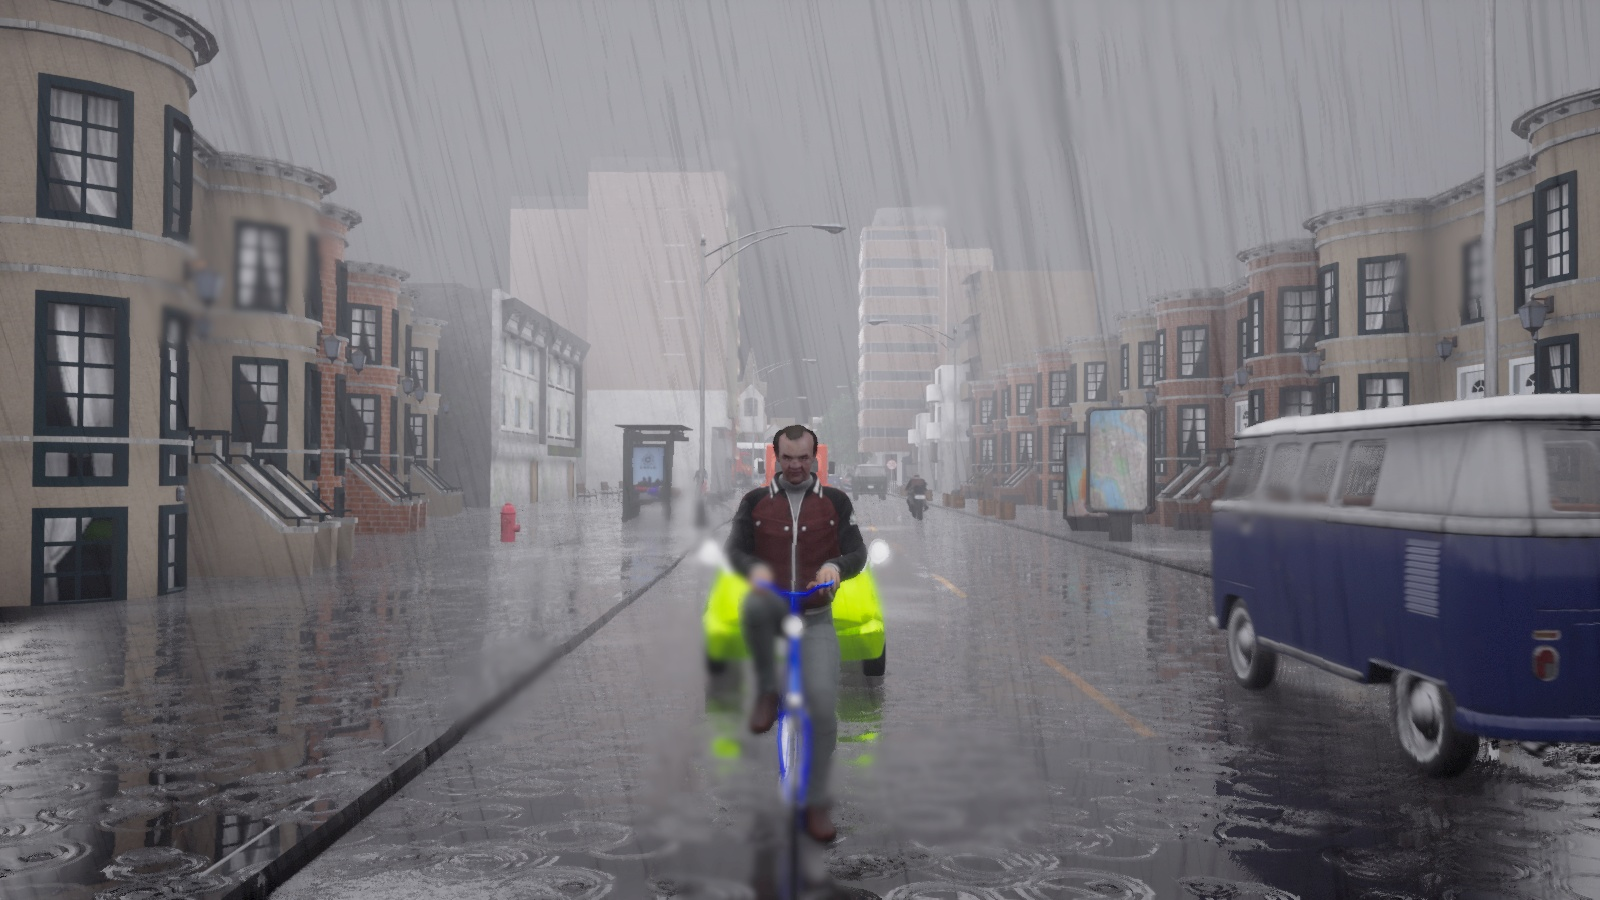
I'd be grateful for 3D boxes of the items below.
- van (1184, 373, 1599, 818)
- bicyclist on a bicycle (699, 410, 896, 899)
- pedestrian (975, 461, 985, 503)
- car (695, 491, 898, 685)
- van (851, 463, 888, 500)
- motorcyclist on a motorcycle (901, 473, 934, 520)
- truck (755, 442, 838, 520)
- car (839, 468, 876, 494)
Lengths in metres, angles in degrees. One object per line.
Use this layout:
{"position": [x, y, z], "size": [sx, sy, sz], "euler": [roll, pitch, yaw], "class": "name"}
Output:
{"position": [3.977, 0.683, 7.849], "size": [1.775, 1.987, 4.442], "euler": [0, -1, 0], "class": "van"}
{"position": [-0.014, 0.772, 5.162], "size": [0.659, 1.776, 1.843], "euler": [0, -1, 0], "class": "bicyclist on a bicycle"}
{"position": [8.293, 1.461, 57.886], "size": [0.396, 1.930, 0.692], "euler": [0, -1, 7], "class": "pedestrian"}
{"position": [-0.028, 1.043, 10.295], "size": [1.481, 1.376, 2.207], "euler": [0, -1, 0], "class": "car"}
{"position": [3.800, 1.717, 69.520], "size": [1.775, 1.987, 4.442], "euler": [0, -1, 0], "class": "van"}
{"position": [3.889, 1.533, 41.750], "size": [0.866, 1.530, 2.191], "euler": [0, -1, 0], "class": "motorcyclist on a motorcycle"}
{"position": [-0.115, 1.042, 42.633], "size": [2.627, 2.467, 5.204], "euler": [0, -1, 0], "class": "truck"}
{"position": [3.743, 2.028, 82.639], "size": [2.242, 1.667, 4.611], "euler": [0, -1, 0], "class": "car"}
